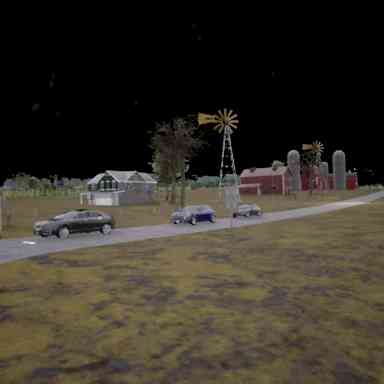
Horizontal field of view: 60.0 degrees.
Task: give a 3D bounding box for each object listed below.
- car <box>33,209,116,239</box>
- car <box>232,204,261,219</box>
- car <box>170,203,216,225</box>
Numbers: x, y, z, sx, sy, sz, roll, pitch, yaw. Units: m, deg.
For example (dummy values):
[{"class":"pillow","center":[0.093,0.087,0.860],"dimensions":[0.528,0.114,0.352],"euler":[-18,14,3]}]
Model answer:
[{"class":"car","center":[-6.649,1.800,19.288],"dimensions":[1.837,1.490,4.892],"euler":[-2,-3,35]},{"class":"car","center":[6.106,2.128,37.092],"dimensions":[1.837,1.490,4.892],"euler":[-2,-2,36]},{"class":"car","center":[0.132,1.857,28.773],"dimensions":[2.097,1.767,4.553],"euler":[-2,-2,36]}]
